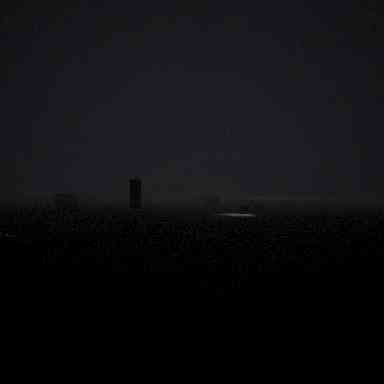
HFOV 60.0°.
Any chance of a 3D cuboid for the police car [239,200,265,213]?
[{"bbox_3d":[7.601,1.795,42.161,1.930,1.638,5.238,0,-1,35],"label":"police car"}]
